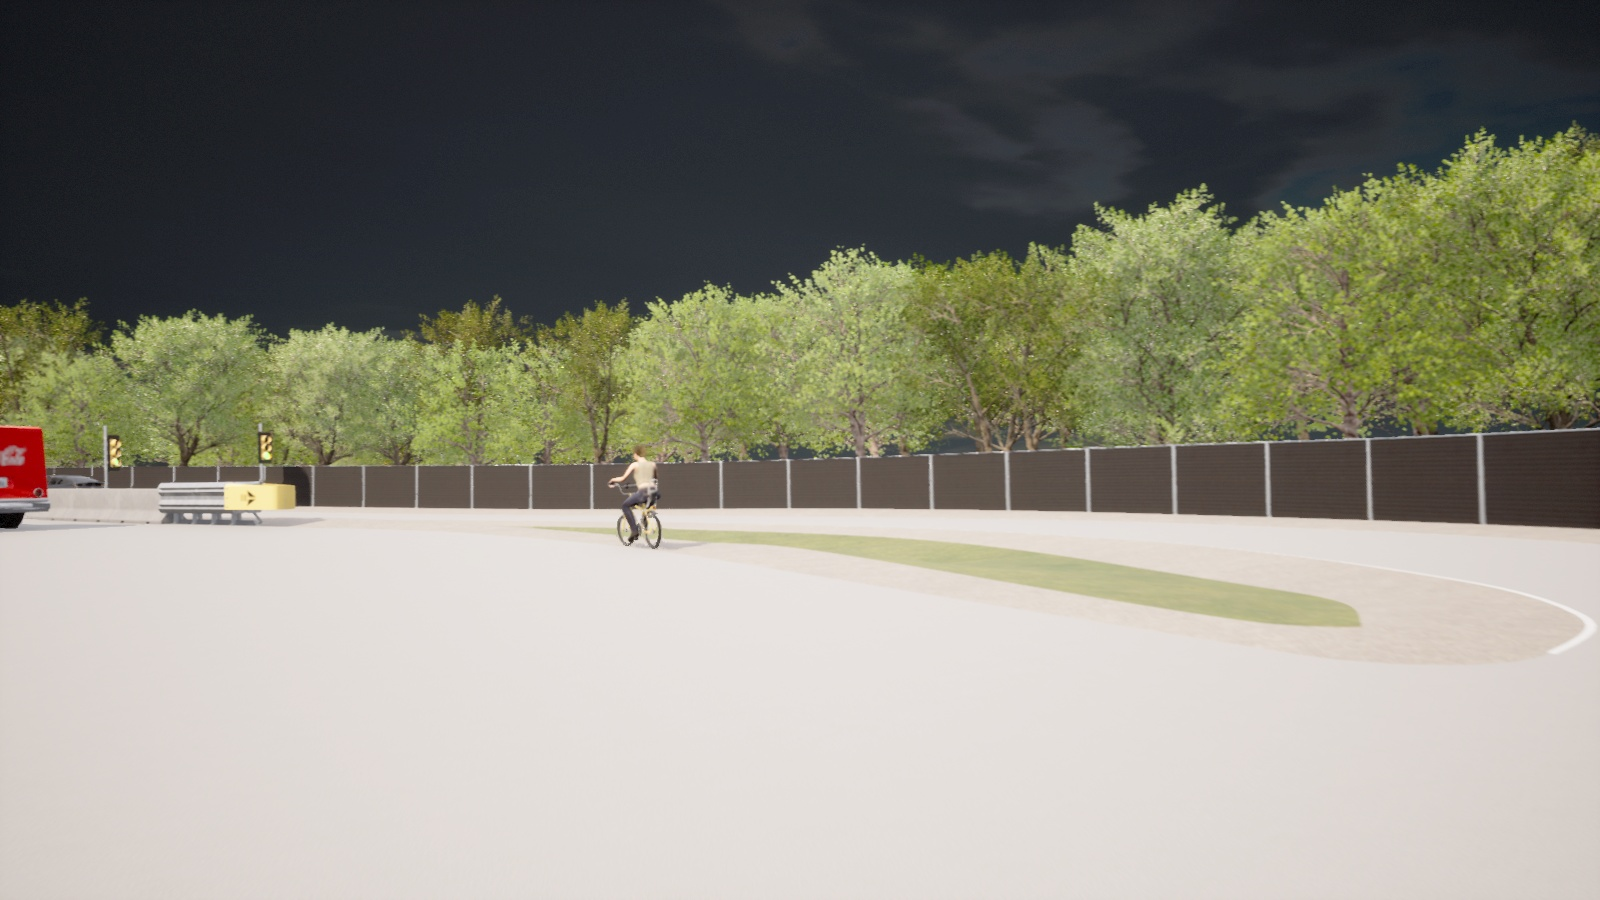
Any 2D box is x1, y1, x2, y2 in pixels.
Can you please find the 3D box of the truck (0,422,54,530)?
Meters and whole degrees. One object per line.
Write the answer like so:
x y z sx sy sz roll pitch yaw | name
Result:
-20.696 0.639 29.762 5.204 2.467 2.627 -1 -1 23 | truck

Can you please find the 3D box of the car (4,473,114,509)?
-32.963 1.777 55.856 4.514 1.525 2.007 0 -1 25 | car

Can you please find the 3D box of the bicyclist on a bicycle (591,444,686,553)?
-2.544 0.731 19.641 0.866 1.612 1.509 -1 0 -33 | bicyclist on a bicycle
